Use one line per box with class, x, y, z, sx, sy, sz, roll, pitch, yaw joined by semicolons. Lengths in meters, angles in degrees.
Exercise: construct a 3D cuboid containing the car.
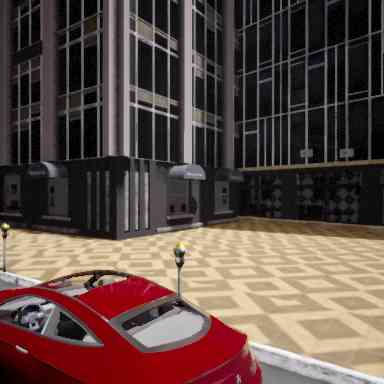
car;-1.290;1.581;3.793;4.206;1.307;1.802;0;0;35
